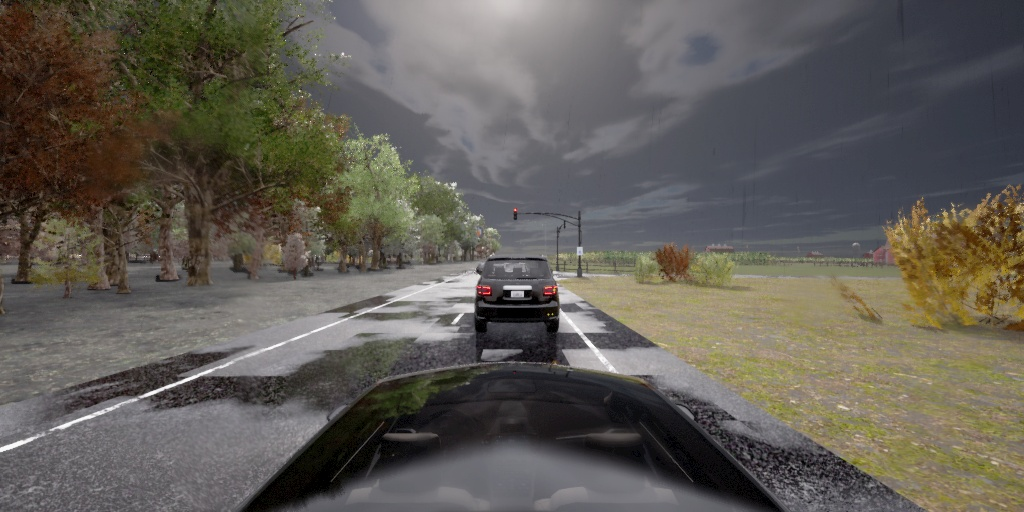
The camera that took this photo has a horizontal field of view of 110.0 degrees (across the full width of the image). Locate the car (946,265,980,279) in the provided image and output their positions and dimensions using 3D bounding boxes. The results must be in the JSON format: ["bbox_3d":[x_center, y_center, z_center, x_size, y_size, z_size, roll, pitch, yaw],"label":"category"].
[{"bbox_3d":[48.590,1.783,39.226,4.892,1.490,1.837,1,-1,0],"label":"car"}]

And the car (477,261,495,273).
[{"bbox_3d":[-3.314,1.322,45.702,1.994,1.385,4.181,0,0,0],"label":"car"}]

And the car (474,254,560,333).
[{"bbox_3d":[0.119,0.974,10.945,2.150,2.045,5.566,0,0,0],"label":"car"}]
